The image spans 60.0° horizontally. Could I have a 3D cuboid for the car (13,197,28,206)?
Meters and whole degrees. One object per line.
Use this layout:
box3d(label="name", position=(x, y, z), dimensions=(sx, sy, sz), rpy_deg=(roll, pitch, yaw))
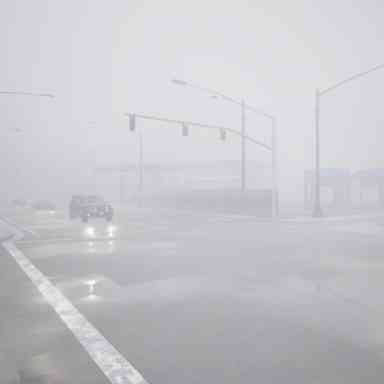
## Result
box3d(label="car", position=(-29.223, 1.576, 56.569), dimensions=(1.837, 1.490, 4.892), rpy_deg=(0, 0, -35))

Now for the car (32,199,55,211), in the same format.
box3d(label="car", position=(-18.202, 1.583, 40.772), dimensions=(1.994, 1.385, 4.181), rpy_deg=(0, 0, -35))

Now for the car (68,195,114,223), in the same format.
box3d(label="car", position=(-8.181, 1.245, 26.549), dimensions=(2.150, 2.045, 5.566), rpy_deg=(0, 0, -35))

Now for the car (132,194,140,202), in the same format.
box3d(label="car", position=(-10.533, 1.239, 71.314), dimensions=(4.611, 1.667, 2.242), rpy_deg=(0, 0, -34))
